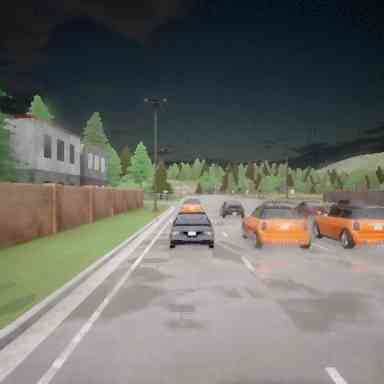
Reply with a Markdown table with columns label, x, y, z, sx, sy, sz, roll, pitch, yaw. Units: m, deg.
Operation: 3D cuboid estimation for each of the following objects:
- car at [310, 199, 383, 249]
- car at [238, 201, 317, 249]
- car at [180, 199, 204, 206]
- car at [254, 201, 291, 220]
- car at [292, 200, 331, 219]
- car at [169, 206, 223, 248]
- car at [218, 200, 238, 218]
| label | x | y | z | sx | sy | sz | roll | pitch | yaw |
| --- | --- | --- | --- | --- | --- | --- | --- | --- | --- |
| car | 7.000 | 1.363 | 14.629 | 2.097 | 1.767 | 4.553 | 0 | 0 | 0 |
| car | 3.500 | 1.363 | 14.629 | 2.097 | 1.767 | 4.553 | 0 | 0 | 0 |
| car | 0.000 | 1.363 | 29.629 | 2.097 | 1.767 | 4.553 | 0 | 0 | 0 |
| car | 7.000 | 1.561 | 29.659 | 2.033 | 1.411 | 5.357 | 0 | 0 | 0 |
| car | 10.500 | 1.531 | 29.659 | 1.812 | 1.442 | 4.674 | 0 | 0 | 0 |
| car | 0.000 | 1.560 | 14.659 | 2.033 | 1.411 | 5.357 | 0 | 0 | 0 |
| car | 3.500 | 1.514 | 29.659 | 1.837 | 1.490 | 4.892 | 0 | 0 | 0 |
